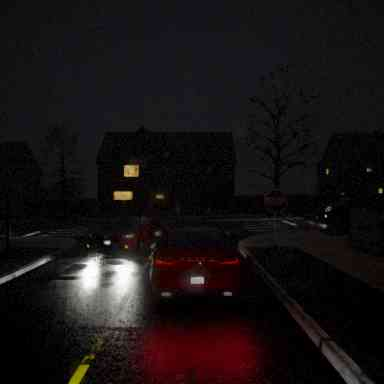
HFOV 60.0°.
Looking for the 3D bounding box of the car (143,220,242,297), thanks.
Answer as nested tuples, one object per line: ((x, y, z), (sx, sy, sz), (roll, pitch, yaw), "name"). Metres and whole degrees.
((0.036, 1.478, 8.602), (1.882, 1.535, 5.008), (0, 0, -1), "car")

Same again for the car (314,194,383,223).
((10.503, 1.036, 21.920), (4.553, 1.767, 2.097), (-1, 1, -1), "car")

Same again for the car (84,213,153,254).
((-2.573, 1.572, 13.432), (1.994, 1.385, 4.181), (0, 0, 11), "car")
